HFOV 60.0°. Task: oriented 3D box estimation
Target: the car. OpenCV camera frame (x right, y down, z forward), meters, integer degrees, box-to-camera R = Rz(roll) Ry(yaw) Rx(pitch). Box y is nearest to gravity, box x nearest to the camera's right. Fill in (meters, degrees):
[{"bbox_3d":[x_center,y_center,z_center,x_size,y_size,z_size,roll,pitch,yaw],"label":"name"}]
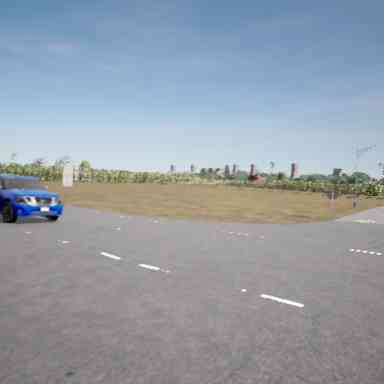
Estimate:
[{"bbox_3d":[-8.256,0.201,15.542,5.566,2.045,2.150,5,1,38],"label":"car"}]
